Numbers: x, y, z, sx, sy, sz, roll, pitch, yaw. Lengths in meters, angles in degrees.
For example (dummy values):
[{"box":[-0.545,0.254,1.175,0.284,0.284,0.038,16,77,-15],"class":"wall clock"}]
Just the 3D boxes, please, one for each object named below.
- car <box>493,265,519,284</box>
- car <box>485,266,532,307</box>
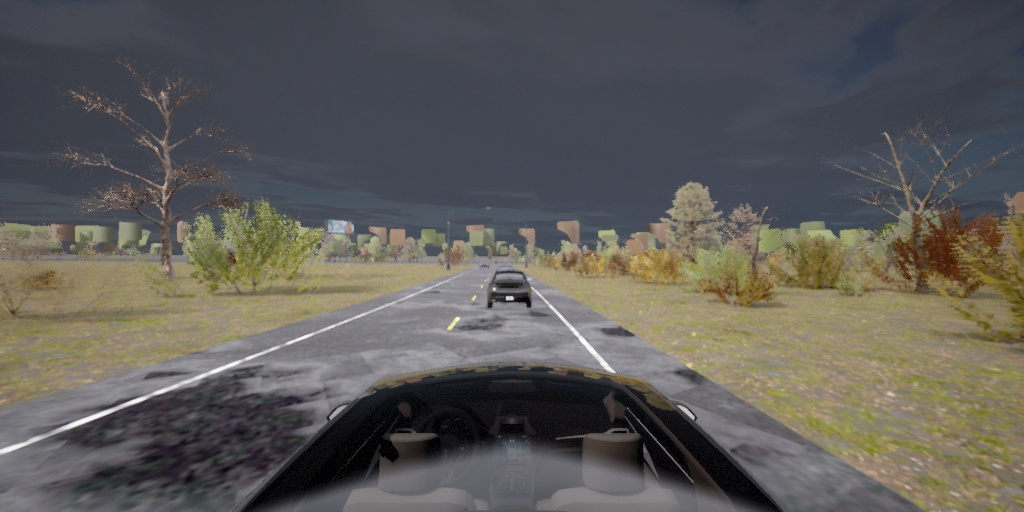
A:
[{"box":[-0.589,1.545,30.926,2.033,1.411,5.357,0,0,-2],"class":"car"},{"box":[-0.133,1.386,16.218,1.837,1.490,4.892,0,0,-1],"class":"car"}]
